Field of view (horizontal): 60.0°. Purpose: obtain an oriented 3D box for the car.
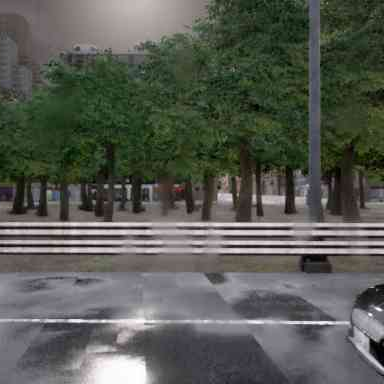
[{"bbox_3d":[4.466,1.492,3.914,4.902,1.511,2.128,0,0,1],"label":"car"}]
